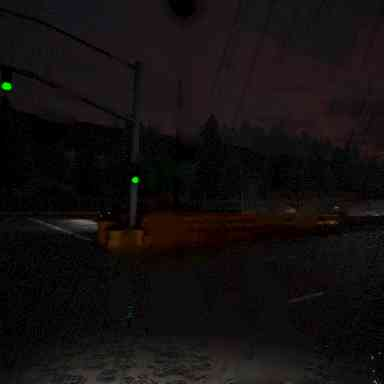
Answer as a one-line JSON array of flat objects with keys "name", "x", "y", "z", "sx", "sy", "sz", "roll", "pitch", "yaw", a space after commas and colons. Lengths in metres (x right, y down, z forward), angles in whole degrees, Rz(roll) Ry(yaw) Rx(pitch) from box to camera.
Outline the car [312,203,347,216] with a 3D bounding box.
[{"name": "car", "x": 15.109, "y": 2.307, "z": 36.502, "sx": 4.902, "sy": 1.511, "sz": 2.128, "roll": 1, "pitch": 1, "yaw": -36}]

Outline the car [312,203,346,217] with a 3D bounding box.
[{"name": "car", "x": 17.635, "y": 2.255, "z": 42.703, "sx": 4.892, "sy": 1.490, "sz": 1.837, "roll": -1, "pitch": 1, "yaw": -36}]

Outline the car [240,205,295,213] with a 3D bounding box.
[{"name": "car", "x": 6.967, "y": 2.076, "z": 30.493, "sx": 4.674, "sy": 1.442, "sz": 1.812, "roll": 3, "pitch": -1, "yaw": -36}]

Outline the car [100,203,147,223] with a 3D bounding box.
[{"name": "car", "x": -4.829, "y": 1.587, "z": 26.166, "sx": 4.674, "sy": 1.442, "sz": 1.812, "roll": 3, "pitch": -1, "yaw": -35}]

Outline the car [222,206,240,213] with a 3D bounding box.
[{"name": "car", "x": 2.502, "y": 1.991, "z": 31.555, "sx": 4.718, "sy": 1.301, "sz": 1.895, "roll": 3, "pitch": -1, "yaw": -36}]

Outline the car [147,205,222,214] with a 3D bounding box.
[{"name": "car", "x": -0.489, "y": 1.707, "z": 25.010, "sx": 4.902, "sy": 1.511, "sz": 2.128, "roll": 3, "pitch": -1, "yaw": -36}]
